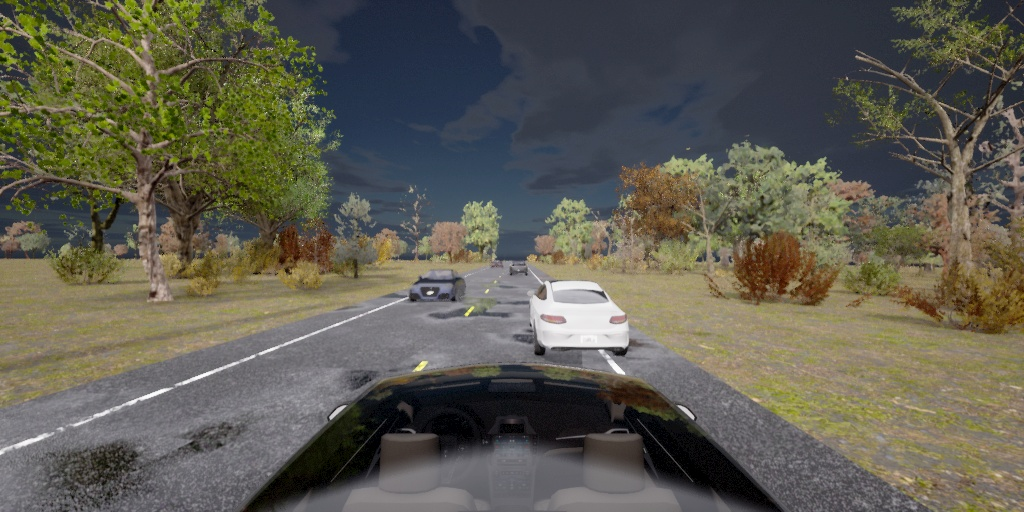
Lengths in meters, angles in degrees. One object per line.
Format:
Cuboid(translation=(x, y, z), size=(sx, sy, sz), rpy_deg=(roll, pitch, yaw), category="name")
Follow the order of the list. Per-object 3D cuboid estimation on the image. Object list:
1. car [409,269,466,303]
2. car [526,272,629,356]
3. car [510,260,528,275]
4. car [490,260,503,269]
Cuboid(translation=(-3.318, 1.312, 16.644), size=(1.994, 1.385, 4.181), rpy_deg=(0, 0, 1), category="car")
Cuboid(translation=(1.369, 1.274, 8.510), size=(1.812, 1.442, 4.674), rpy_deg=(0, 0, 1), category="car")
Cuboid(translation=(0.739, 1.280, 38.718), size=(2.128, 1.511, 4.902), rpy_deg=(0, 0, 1), category="car")
Cuboid(translation=(-2.548, 1.415, 60.404), size=(1.994, 1.385, 4.181), rpy_deg=(0, 0, 1), category="car")
